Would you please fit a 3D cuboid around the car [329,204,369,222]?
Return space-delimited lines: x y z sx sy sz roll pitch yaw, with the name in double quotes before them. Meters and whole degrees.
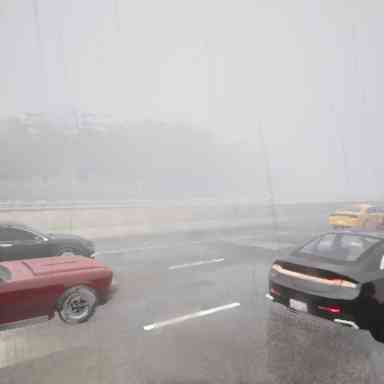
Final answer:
"car" 10.083 1.471 19.480 5.008 1.535 1.882 0 0 -35

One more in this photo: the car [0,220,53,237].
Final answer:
"car" -5.041 1.504 8.746 4.892 1.490 1.837 0 0 -35

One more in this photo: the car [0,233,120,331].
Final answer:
"car" -3.668 1.601 5.428 4.718 1.301 1.895 0 0 -35

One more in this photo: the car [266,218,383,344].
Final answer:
"car" 3.574 1.489 6.408 4.902 1.511 2.128 0 0 -35

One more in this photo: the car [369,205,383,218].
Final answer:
"car" 10.645 1.346 15.590 4.553 1.767 2.097 0 0 -35
